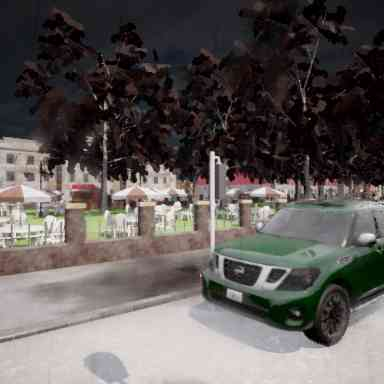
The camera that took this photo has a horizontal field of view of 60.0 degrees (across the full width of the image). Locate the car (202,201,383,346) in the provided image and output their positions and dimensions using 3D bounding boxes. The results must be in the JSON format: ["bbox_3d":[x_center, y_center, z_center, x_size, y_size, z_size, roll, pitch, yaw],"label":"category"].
[{"bbox_3d":[2.766,1.227,6.795,5.566,2.045,2.150,1,0,-40],"label":"car"}]

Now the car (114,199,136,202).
[{"bbox_3d":[-10.177,1.352,53.641,4.553,1.767,2.097,0,0,-38],"label":"car"}]
